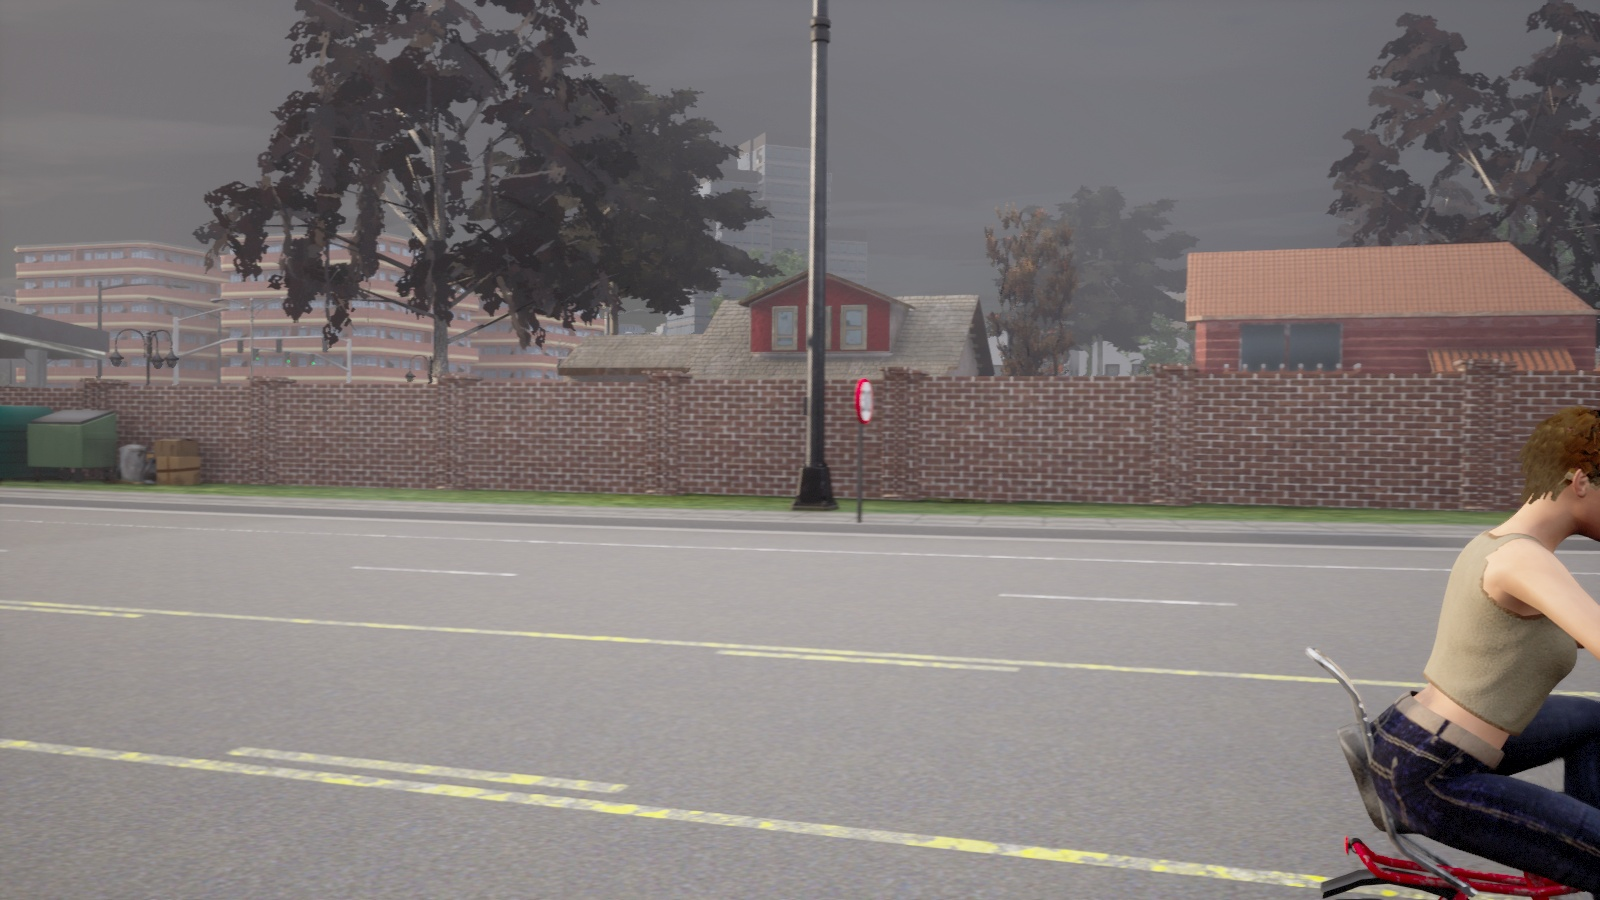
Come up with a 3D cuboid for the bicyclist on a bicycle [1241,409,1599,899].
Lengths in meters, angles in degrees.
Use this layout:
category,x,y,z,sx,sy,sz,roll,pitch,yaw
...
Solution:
category,x,y,z,sx,sy,sz,roll,pitch,yaw
bicyclist on a bicycle,1.727,0.729,2.607,1.509,1.612,0.866,1,1,18
